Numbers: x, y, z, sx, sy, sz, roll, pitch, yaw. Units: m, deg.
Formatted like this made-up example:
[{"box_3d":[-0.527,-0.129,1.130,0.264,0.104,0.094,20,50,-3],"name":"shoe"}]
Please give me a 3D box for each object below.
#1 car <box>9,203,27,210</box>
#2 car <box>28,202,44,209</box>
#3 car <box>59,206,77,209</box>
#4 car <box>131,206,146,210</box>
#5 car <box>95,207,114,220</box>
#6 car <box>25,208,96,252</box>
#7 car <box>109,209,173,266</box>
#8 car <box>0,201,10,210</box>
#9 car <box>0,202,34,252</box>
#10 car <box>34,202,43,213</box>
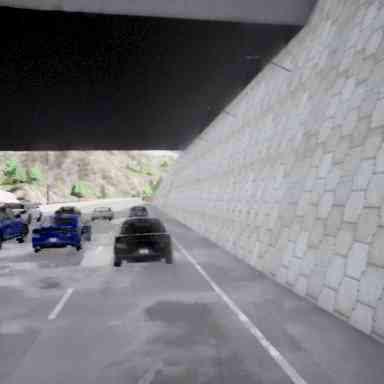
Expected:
[{"box_3d":[-36.303,2.946,69.521,1.895,1.301,4.718,-1,-1,-9],"name":"car"},{"box_3d":[-32.858,2.805,70.128,1.812,1.442,4.674,-1,-1,-9],"name":"car"},{"box_3d":[-12.502,2.140,33.767,1.882,1.535,5.008,-1,-1,-9],"name":"car"},{"box_3d":[-5.070,2.022,31.753,2.033,1.411,5.357,-1,-1,-9],"name":"car"},{"box_3d":[-8.888,2.179,33.383,1.895,1.301,4.718,-1,-1,-9],"name":"car"},{"box_3d":[-5.922,1.788,15.643,1.882,1.535,5.008,-1,-1,-9],"name":"car"},{"box_3d":[-1.848,1.661,12.442,1.882,1.535,5.008,-1,0,-9],"name":"car"},{"box_3d":[-39.770,2.776,69.006,2.097,1.767,4.553,-1,-1,-9],"name":"car"},{"box_3d":[-9.421,1.608,15.338,2.150,2.045,5.566,-1,0,-9],"name":"car"},{"box_3d":[-15.527,1.916,30.603,2.150,2.045,5.566,-1,0,-9],"name":"car"}]
